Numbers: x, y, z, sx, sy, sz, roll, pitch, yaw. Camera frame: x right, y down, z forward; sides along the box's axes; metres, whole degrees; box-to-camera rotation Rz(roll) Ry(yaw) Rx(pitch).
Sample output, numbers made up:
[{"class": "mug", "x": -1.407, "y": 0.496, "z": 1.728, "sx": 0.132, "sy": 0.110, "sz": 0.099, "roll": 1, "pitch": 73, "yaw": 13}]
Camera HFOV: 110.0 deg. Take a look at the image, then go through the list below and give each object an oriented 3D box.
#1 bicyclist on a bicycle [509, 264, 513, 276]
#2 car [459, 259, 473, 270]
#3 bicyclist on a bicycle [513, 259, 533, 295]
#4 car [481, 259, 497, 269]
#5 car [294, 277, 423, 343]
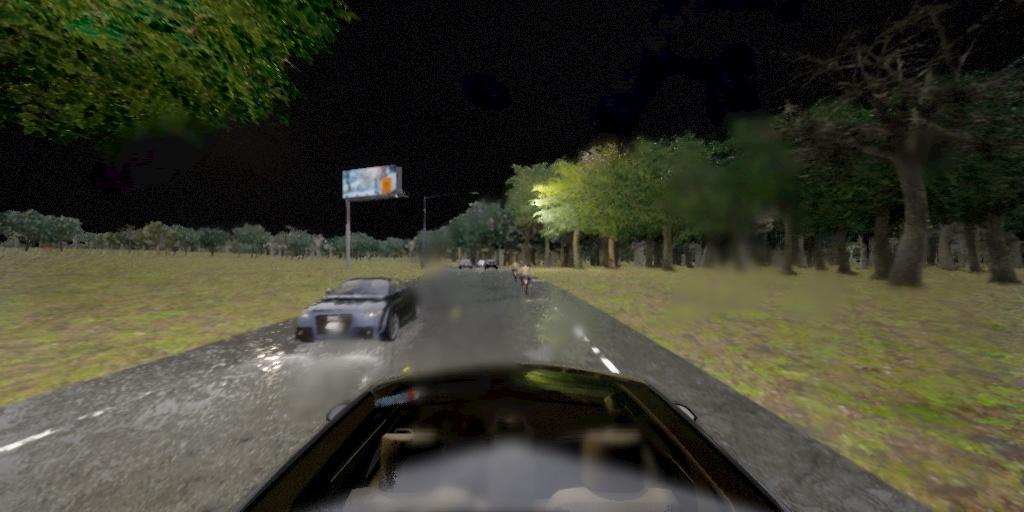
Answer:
[{"class": "bicyclist on a bicycle", "x": 0.234, "y": 1.036, "z": 26.352, "sx": 0.866, "sy": 1.612, "sz": 1.509, "roll": 0, "pitch": 0, "yaw": -4}, {"class": "car", "x": -6.452, "y": 1.128, "z": 50.014, "sx": 1.837, "sy": 1.490, "sz": 4.892, "roll": 0, "pitch": 0, "yaw": -6}, {"class": "bicyclist on a bicycle", "x": 0.656, "y": 1.063, "z": 17.787, "sx": 0.866, "sy": 1.612, "sz": 1.509, "roll": 0, "pitch": 0, "yaw": -3}, {"class": "car", "x": -3.208, "y": 1.153, "z": 53.385, "sx": 1.837, "sy": 1.490, "sz": 4.892, "roll": 0, "pitch": 0, "yaw": -7}, {"class": "car", "x": -3.700, "y": 1.256, "z": 9.389, "sx": 1.994, "sy": 1.385, "sz": 4.181, "roll": 0, "pitch": 0, "yaw": -1}]
